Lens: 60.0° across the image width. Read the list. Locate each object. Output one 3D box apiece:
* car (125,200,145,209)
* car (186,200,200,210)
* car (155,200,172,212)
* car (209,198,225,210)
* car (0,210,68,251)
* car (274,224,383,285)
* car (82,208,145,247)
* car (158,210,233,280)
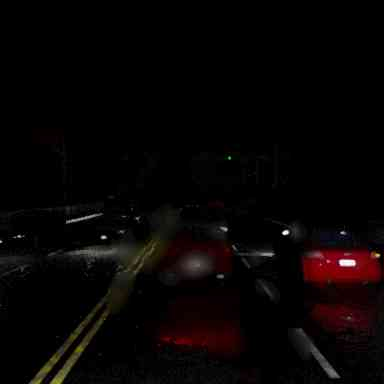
[{"bbox_3d":[-7.031,1.762,41.393,1.837,1.490,4.892,0,-1,0],"label":"car"},{"bbox_3d":[0.153,1.823,44.391,2.033,1.411,5.357,0,0,0],"label":"car"},{"bbox_3d":[-3.526,1.769,42.255,1.837,1.490,4.892,0,-1,0],"label":"car"},{"bbox_3d":[3.685,1.656,48.823,2.097,1.767,4.553,0,0,1],"label":"car"},{"bbox_3d":[-7.083,1.596,14.689,1.837,1.490,4.892,0,0,0],"label":"car"},{"bbox_3d":[3.707,1.626,9.729,1.994,1.385,4.181,0,0,3],"label":"car"},{"bbox_3d":[-3.582,1.660,15.442,1.994,1.385,4.181,0,0,0],"label":"car"},{"bbox_3d":[0.099,1.541,10.166,1.882,1.535,5.008,0,0,0],"label":"car"}]
